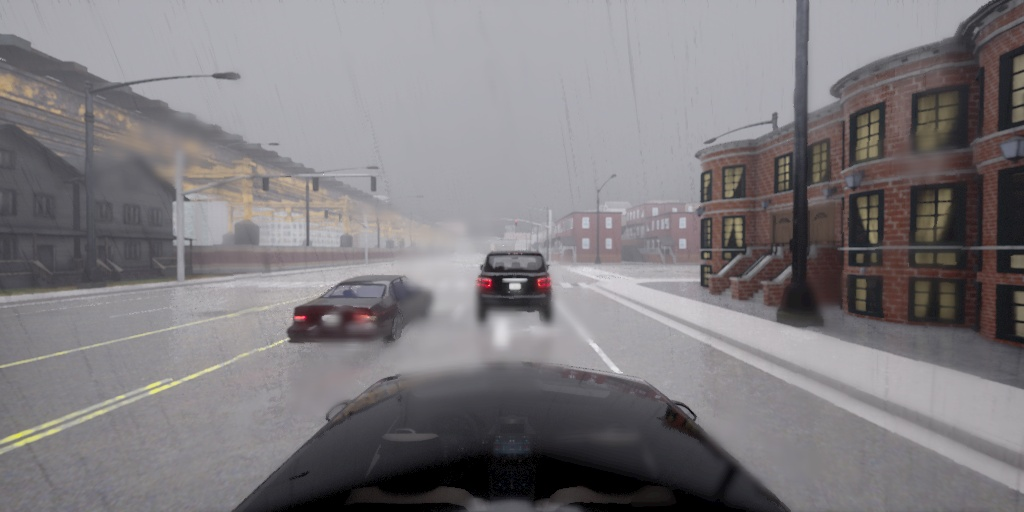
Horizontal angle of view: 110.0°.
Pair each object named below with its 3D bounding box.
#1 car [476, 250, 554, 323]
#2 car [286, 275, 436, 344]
[{"bbox_3d":[0.098,0.836,11.718,2.150,2.045,5.566,0,1,1],"label":"car"},{"bbox_3d":[-3.396,1.196,9.238,2.033,1.411,5.357,0,1,0],"label":"car"}]
